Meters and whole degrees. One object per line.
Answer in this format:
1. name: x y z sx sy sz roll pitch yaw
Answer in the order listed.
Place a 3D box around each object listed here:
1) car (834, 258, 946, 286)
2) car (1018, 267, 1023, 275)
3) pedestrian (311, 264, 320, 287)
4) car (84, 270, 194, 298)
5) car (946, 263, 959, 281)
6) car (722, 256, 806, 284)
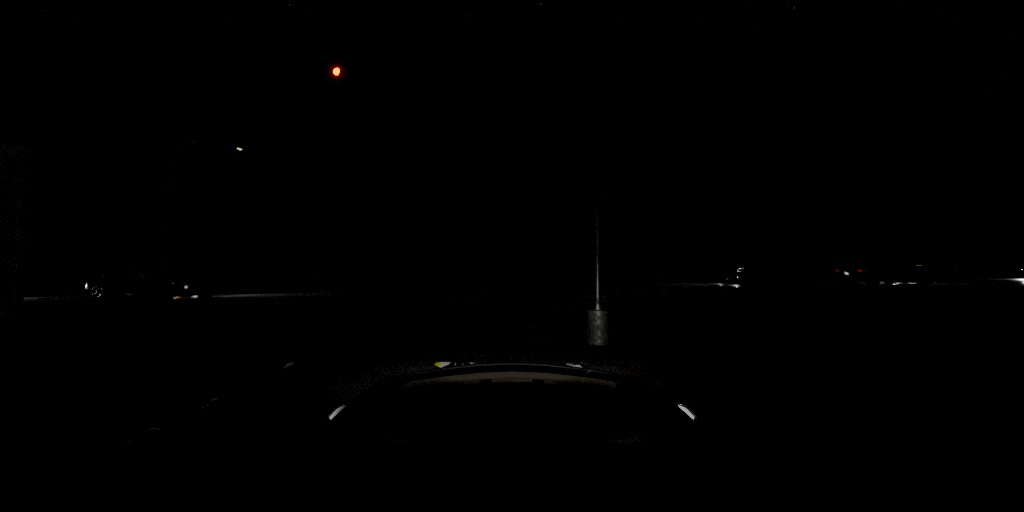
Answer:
1. car: 20.379 0.885 19.699 4.181 1.385 1.994 -1 -2 0
2. car: 36.723 0.752 23.354 5.357 1.411 2.033 -1 -2 0
3. pedestrian: -15.062 1.466 27.383 0.375 1.860 0.375 0 -1 0
4. car: -20.429 1.484 19.791 4.902 1.511 2.128 -1 -2 0
5. car: 26.129 0.891 23.387 4.674 1.442 1.812 -1 -2 1
6. car: 16.279 0.875 23.413 4.553 1.767 2.097 -1 -2 0
